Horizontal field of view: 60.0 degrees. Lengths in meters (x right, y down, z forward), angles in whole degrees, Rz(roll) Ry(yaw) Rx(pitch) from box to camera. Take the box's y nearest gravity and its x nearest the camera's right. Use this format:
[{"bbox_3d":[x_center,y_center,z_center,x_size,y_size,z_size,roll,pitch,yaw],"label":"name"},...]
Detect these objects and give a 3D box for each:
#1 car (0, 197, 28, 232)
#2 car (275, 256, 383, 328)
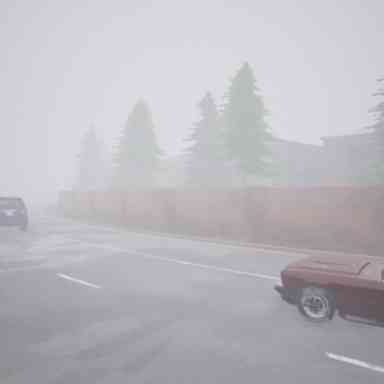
[{"bbox_3d":[-11.615,1.290,20.082,2.150,2.045,5.566,0,0,-40],"label":"car"},{"bbox_3d":[3.889,1.633,5.560,4.718,1.301,1.895,0,0,36],"label":"car"}]
